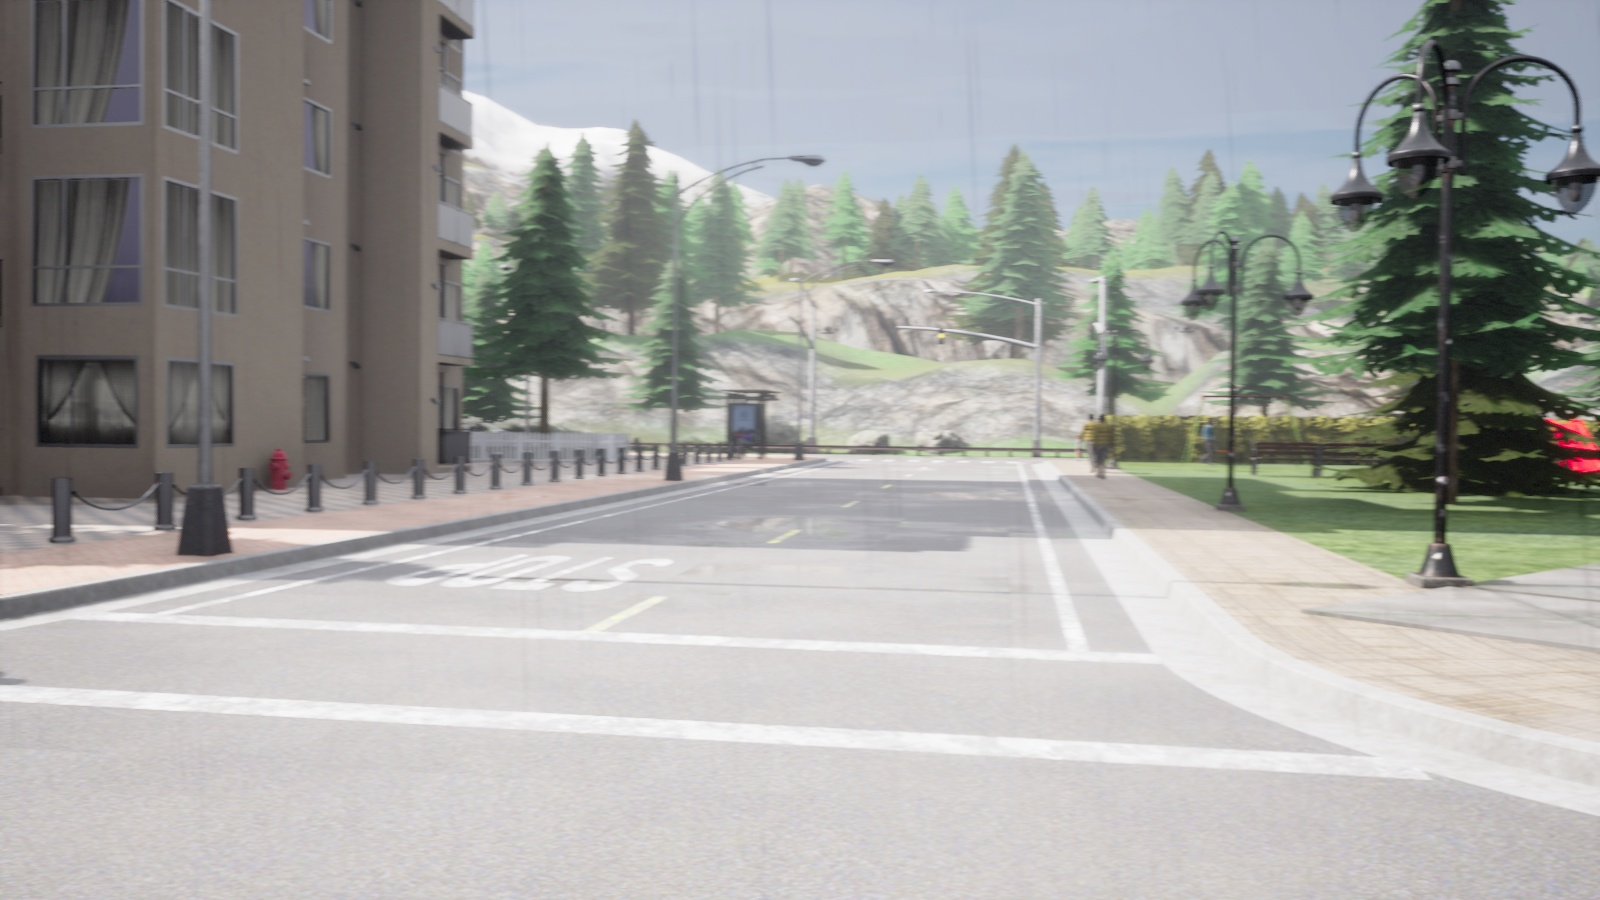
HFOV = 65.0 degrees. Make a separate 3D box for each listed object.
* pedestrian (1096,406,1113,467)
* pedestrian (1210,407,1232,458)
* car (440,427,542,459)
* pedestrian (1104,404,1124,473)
[{"bbox_3d":[9.250,-0.414,38.201,0.431,1.840,0.709,0,1,8],"label":"pedestrian"},{"bbox_3d":[16.128,-0.685,48.129,0.692,1.930,0.396,0,2,42],"label":"pedestrian"},{"bbox_3d":[-15.462,-0.343,62.954,4.514,1.525,2.007,0,1,10],"label":"car"},{"bbox_3d":[8.437,-0.317,33.753,0.431,1.840,0.709,0,1,7],"label":"pedestrian"}]
